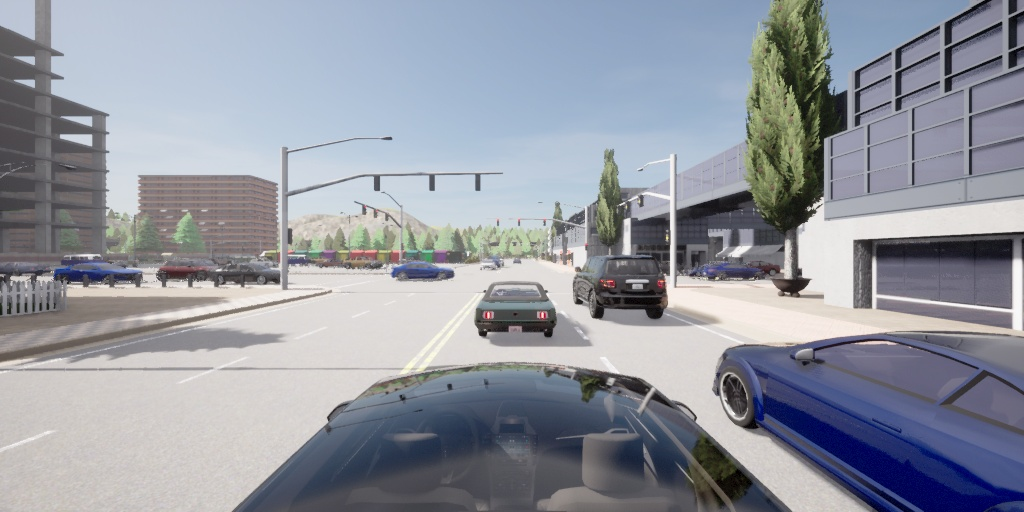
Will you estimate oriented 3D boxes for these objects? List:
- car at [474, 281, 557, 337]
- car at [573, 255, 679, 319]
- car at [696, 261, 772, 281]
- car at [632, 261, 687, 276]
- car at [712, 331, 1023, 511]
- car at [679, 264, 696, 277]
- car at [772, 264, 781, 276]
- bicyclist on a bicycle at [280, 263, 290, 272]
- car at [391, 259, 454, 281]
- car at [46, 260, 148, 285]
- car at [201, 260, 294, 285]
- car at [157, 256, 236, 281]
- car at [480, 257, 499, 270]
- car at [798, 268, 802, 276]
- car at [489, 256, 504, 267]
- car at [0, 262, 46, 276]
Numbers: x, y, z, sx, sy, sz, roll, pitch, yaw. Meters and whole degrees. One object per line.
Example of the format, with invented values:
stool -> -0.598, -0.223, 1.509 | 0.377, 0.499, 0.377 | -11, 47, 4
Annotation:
car -> 0.105, 1.351, 10.236 | 1.895, 1.301, 4.718 | 0, 0, 1
car -> 3.625, 0.971, 12.961 | 2.150, 2.045, 5.566 | 0, 0, 1
car -> 18.132, 1.276, 29.424 | 4.674, 1.442, 1.812 | 0, 0, 0
car -> 15.010, 1.255, 36.663 | 4.892, 1.490, 1.837 | 0, 0, 1
car -> 3.606, 1.314, 2.996 | 1.994, 1.385, 4.181 | 0, 0, 0
car -> 18.698, 1.297, 33.130 | 5.357, 1.411, 2.033 | 0, 0, 1
car -> 24.497, 1.228, 36.576 | 5.008, 1.535, 1.882 | 0, 0, 1
bicyclist on a bicycle -> -25.259, 1.052, 39.874 | 0.582, 1.620, 1.656 | 0, 0, 0
car -> -7.196, 1.227, 29.021 | 5.008, 1.535, 1.882 | 0, 0, -2
car -> -29.138, 1.228, 25.401 | 5.008, 1.535, 1.882 | 0, 0, 0
car -> -18.587, 1.255, 25.375 | 4.892, 1.490, 1.837 | 0, 0, 0
car -> -25.574, 1.101, 28.893 | 4.553, 1.767, 2.097 | 0, 0, 0
car -> -3.430, 1.276, 51.503 | 1.812, 1.442, 4.674 | 0, 0, 3
car -> 28.281, 1.351, 33.041 | 4.718, 1.301, 1.895 | 0, 0, 0
car -> -3.157, 0.971, 61.347 | 2.150, 2.045, 5.566 | 0, 0, 2
car -> -49.996, 1.297, 36.100 | 5.357, 1.411, 2.033 | 0, 0, 1
